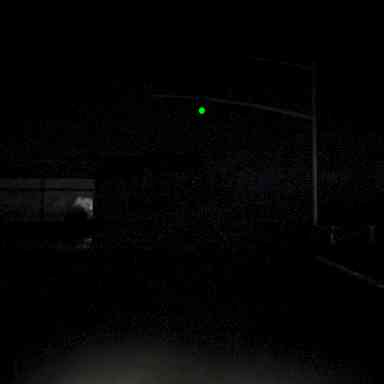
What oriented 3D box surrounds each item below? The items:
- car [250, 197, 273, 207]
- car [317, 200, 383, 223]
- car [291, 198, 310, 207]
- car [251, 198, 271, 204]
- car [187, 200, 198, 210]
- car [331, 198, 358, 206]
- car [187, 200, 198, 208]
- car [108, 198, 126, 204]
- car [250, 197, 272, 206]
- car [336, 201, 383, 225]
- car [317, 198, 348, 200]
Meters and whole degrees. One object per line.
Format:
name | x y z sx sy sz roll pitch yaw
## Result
car | 12.698 2.073 60.857 3.806 1.475 1.970 0 -1 0
car | 12.945 1.643 26.603 5.027 1.636 2.152 0 -1 0
car | 21.177 1.811 60.946 4.605 1.855 1.932 0 -1 0
car | 17.921 2.349 86.823 4.902 1.511 2.128 0 -1 0
car | 0.113 2.147 54.897 1.837 1.490 4.892 0 0 0
car | 31.148 2.094 67.942 4.514 1.523 2.007 0 -1 0
car | 0.113 2.322 66.298 2.033 1.411 5.357 0 -1 0
car | -19.614 2.343 86.711 4.674 1.442 1.812 0 -1 0
car | 13.290 1.828 64.188 3.866 1.878 1.905 0 -1 0
car | 13.016 1.616 23.467 4.514 1.523 2.007 0 -1 0
car | 20.537 1.867 48.485 4.514 1.523 2.007 0 -1 0
